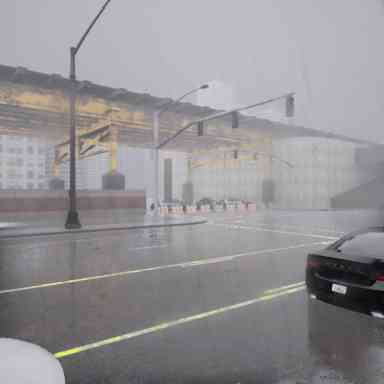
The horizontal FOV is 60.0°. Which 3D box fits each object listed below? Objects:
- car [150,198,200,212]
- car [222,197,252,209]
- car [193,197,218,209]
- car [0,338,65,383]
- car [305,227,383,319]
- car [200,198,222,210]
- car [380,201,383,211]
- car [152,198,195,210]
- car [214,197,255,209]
[{"bbox_3d":[-2.010,1.453,37.240,4.974,1.542,2.038,0,0,8],"label":"car"},{"bbox_3d":[5.538,1.295,43.743,4.536,1.218,1.853,0,0,-7],"label":"car"},{"bbox_3d":[1.727,1.295,40.006,1.853,1.218,4.536,0,0,18],"label":"car"},{"bbox_3d":[-3.038,1.526,1.571,4.674,1.442,1.812,0,0,-36],"label":"car"},{"bbox_3d":[4.486,1.478,7.043,5.008,1.535,1.882,0,0,-36],"label":"car"},{"bbox_3d":[1.712,1.453,39.957,2.038,1.542,4.974,0,0,18],"label":"car"},{"bbox_3d":[24.243,1.491,39.771,4.902,1.511,2.128,0,0,-37],"label":"car"},{"bbox_3d":[-2.061,1.295,37.246,4.536,1.218,1.853,0,0,8],"label":"car"},{"bbox_3d":[5.590,1.453,43.750,4.974,1.542,2.038,0,0,-7],"label":"car"}]
